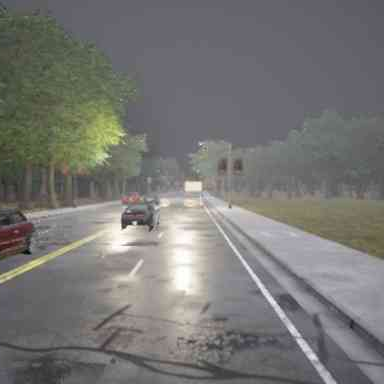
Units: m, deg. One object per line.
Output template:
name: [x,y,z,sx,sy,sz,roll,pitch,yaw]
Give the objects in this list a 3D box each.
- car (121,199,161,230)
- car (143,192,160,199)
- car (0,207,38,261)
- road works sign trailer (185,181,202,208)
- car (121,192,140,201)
car: [-3.108,1.438,20.545,1.837,1.490,4.892,0,0,0]
car: [-6.294,1.033,52.195,2.150,2.045,5.566,0,0,1]
car: [-6.587,1.318,10.045,2.097,1.767,4.553,0,0,0]
road works sign trailer: [0.196,0.311,45.135,2.380,3.560,2.880,0,0,1]
car: [-9.539,1.031,52.494,2.150,2.045,5.566,0,0,1]
